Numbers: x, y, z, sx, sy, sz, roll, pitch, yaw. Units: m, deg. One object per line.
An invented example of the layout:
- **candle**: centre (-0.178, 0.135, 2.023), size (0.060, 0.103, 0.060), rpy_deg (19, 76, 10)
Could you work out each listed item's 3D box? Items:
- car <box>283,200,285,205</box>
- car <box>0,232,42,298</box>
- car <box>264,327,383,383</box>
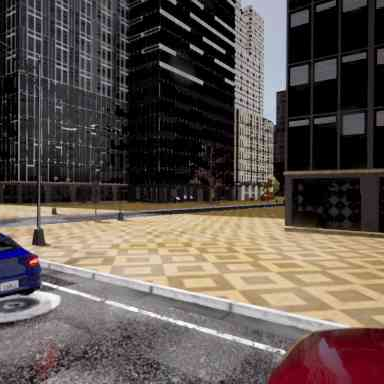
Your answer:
- **car**: centre (19.024, 1.796, 63.544), size (1.837, 1.490, 4.892), rpy_deg (1, 0, 37)
- **car**: centre (-5.144, 1.523, 7.362), size (4.674, 1.442, 1.812), rpy_deg (0, 0, 36)
- **car**: centre (2.452, 1.564, 1.926), size (4.181, 1.385, 1.994), rpy_deg (0, 0, 35)
